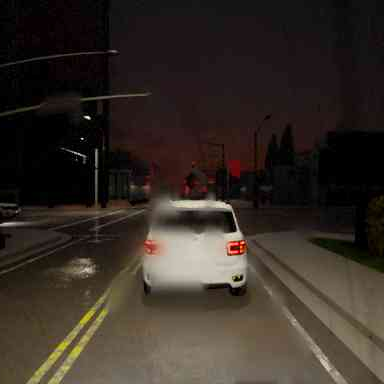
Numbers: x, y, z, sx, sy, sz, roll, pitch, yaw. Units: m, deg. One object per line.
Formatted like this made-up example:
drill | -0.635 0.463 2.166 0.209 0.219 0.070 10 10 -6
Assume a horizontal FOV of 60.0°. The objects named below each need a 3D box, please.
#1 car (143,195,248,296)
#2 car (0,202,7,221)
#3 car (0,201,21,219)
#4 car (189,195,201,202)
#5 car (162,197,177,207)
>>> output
car | 0.080 1.221 8.818 2.150 2.045 5.566 0 0 0
car | -16.219 1.667 24.062 4.181 1.385 1.994 -1 0 0
car | -17.298 1.339 27.558 5.566 2.045 2.150 -1 0 0
car | 0.839 1.465 78.688 1.882 1.535 5.008 0 0 12
car | -3.530 1.564 52.961 1.994 1.385 4.181 0 0 0
